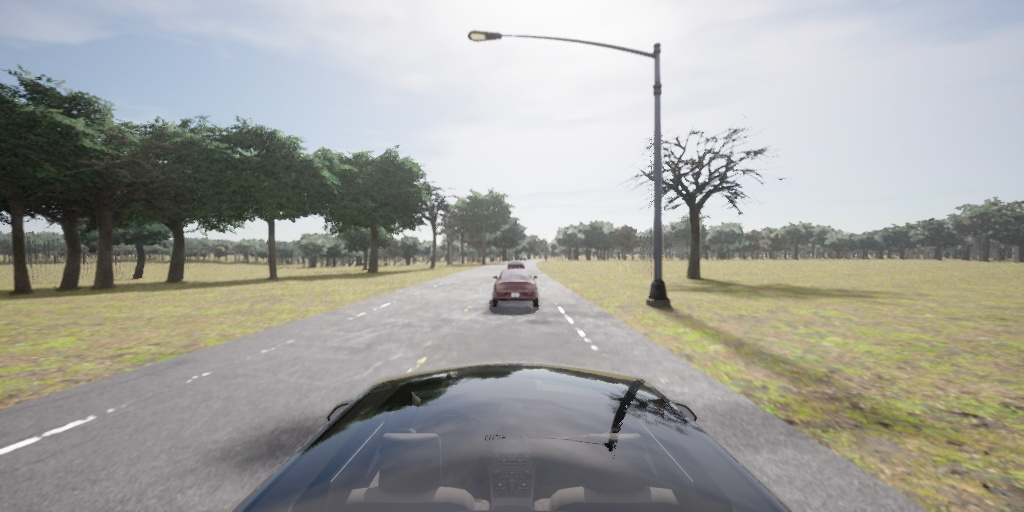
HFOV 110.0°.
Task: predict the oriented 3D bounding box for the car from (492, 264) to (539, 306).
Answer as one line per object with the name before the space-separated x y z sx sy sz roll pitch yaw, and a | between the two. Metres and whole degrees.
car | 0.151 1.268 15.523 1.812 1.442 4.674 0 0 1

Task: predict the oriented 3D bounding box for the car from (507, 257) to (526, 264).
car | 0.434 1.213 40.947 1.882 1.535 5.008 0 0 1
